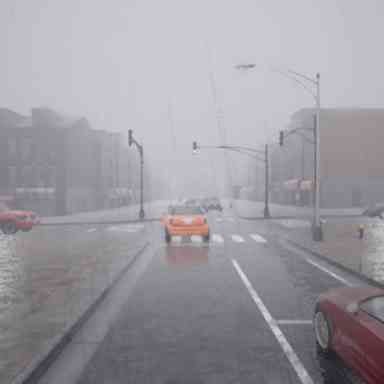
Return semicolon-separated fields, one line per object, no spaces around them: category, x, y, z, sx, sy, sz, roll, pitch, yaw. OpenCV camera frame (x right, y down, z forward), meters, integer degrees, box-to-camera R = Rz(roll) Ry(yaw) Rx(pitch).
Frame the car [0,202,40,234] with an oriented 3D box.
car;-12.588;1.621;20.825;5.566;2.045;2.150;-2;0;1

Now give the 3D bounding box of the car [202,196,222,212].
car;2.623;1.587;40.653;1.967;1.590;4.097;-1;0;0

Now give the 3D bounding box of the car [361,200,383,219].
car;14.730;1.116;23.823;4.892;1.490;1.837;-2;0;0

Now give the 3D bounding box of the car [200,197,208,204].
car;2.618;1.865;73.236;1.752;1.417;4.829;-1;0;0

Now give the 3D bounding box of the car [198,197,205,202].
car;2.614;2.075;94.675;1.802;1.307;4.206;-1;0;0

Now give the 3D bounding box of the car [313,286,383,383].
car;2.633;1.589;3.310;1.802;1.307;4.206;0;0;0

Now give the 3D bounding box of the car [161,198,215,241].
car;-0.454;1.401;17.142;2.097;1.767;4.553;0;0;-8

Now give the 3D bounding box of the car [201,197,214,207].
car;2.620;1.676;56.860;1.967;1.590;4.097;-1;0;0

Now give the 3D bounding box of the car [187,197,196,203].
car;-0.012;1.744;76.129;1.994;1.385;4.181;0;0;0

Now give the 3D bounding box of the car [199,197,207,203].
car;2.617;1.902;78.638;1.752;1.417;4.829;-1;0;0

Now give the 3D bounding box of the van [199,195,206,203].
van;2.614;1.754;83.872;1.690;1.788;3.998;-1;0;0

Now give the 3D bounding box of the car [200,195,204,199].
car;2.621;1.490;46.056;2.192;1.841;5.009;-1;0;0

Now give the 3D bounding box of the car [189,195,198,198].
car;-0.011;1.794;65.708;1.837;1.490;4.892;0;0;0
